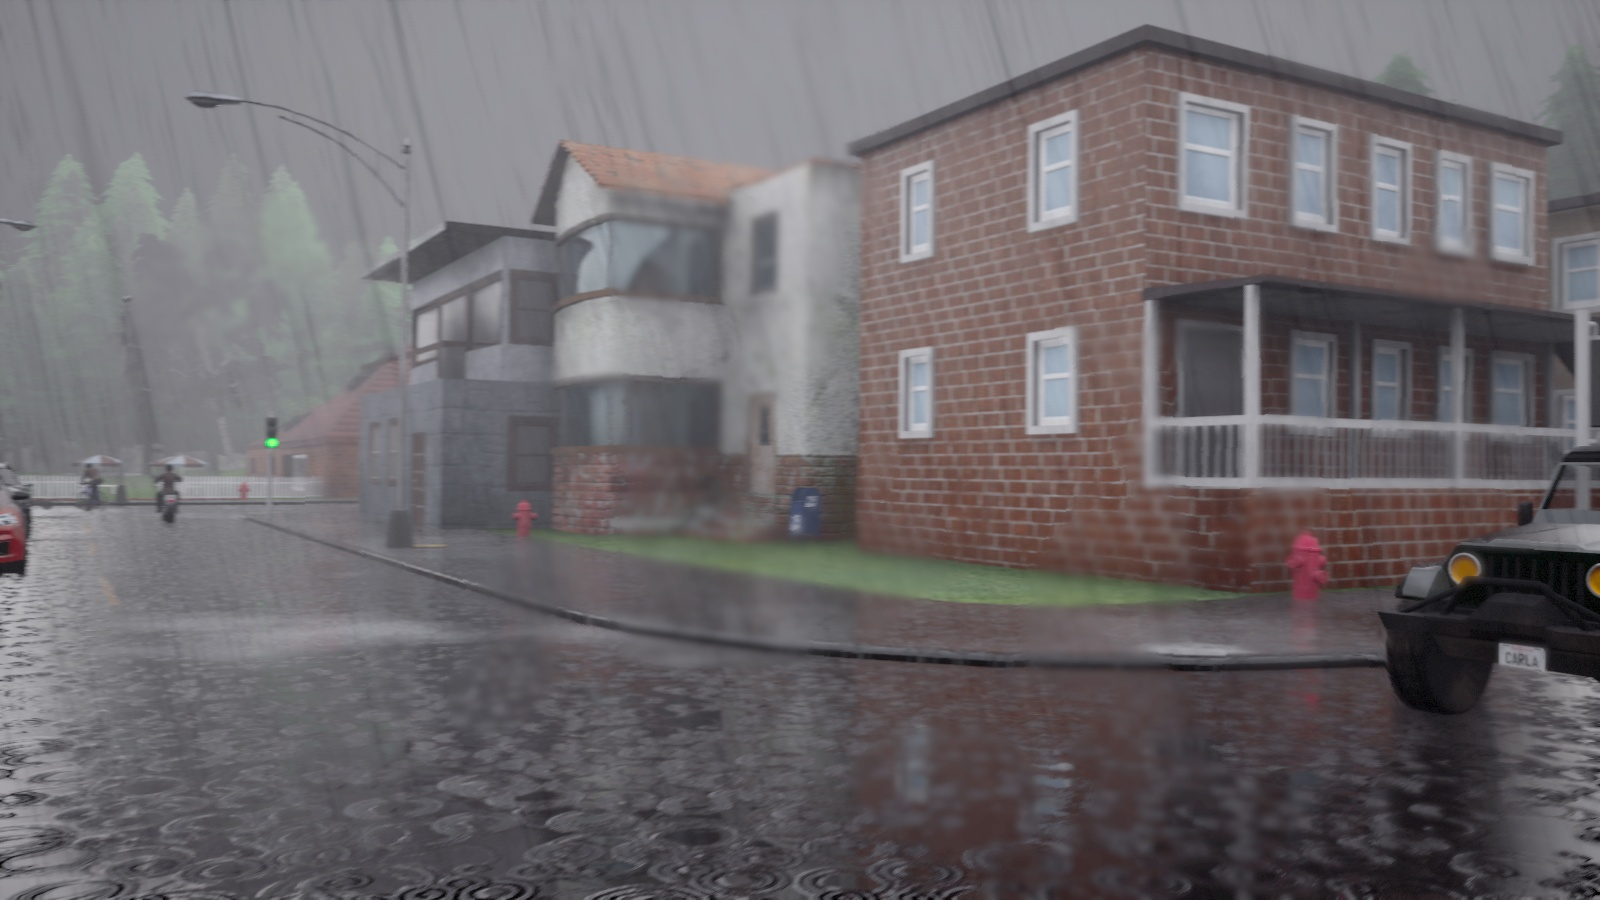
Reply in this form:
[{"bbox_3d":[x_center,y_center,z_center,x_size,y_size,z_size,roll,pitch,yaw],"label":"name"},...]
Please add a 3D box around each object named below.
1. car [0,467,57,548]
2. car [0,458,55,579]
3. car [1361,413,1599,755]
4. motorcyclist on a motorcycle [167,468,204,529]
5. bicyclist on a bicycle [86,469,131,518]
[{"bbox_3d":[-17.619,1.196,27.597,2.033,1.649,4.856,1,-1,-33],"label":"car"},{"bbox_3d":[-12.609,0.968,18.912,2.242,1.667,4.611,1,-1,-32],"label":"car"},{"bbox_3d":[5.799,0.760,8.313,3.866,1.878,1.905,1,-1,-30],"label":"car"},{"bbox_3d":[-17.262,1.347,35.250,0.766,1.649,2.350,1,-1,-30],"label":"motorcyclist on a motorcycle"},{"bbox_3d":[-23.505,1.470,42.695,1.656,1.620,0.582,-1,0,32],"label":"bicyclist on a bicycle"}]
